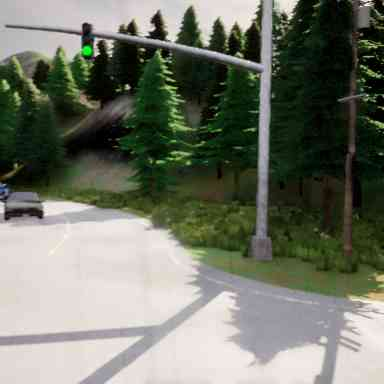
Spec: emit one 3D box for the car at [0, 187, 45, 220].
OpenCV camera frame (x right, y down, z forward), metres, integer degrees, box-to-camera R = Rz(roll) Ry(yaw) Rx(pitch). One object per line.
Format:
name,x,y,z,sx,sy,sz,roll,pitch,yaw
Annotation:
car,-9.426,0.667,18.623,2.033,1.411,5.357,0,2,-29

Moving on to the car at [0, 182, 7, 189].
car,-16.307,-0.066,26.326,5.566,2.045,2.150,3,3,37
